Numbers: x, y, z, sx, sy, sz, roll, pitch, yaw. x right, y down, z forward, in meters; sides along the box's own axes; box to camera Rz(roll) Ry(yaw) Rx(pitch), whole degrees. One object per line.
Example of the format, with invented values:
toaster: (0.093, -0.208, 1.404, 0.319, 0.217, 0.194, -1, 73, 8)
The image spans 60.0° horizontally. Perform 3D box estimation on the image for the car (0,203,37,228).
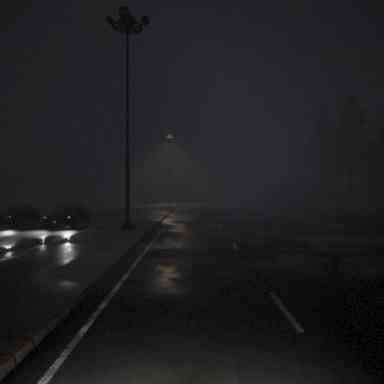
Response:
car: (-11.503, 1.478, 21.717, 1.812, 1.442, 4.674, 0, 0, 0)

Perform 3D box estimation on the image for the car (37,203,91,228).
car: (-8.003, 1.478, 21.717, 1.812, 1.442, 4.674, 0, 0, 0)
